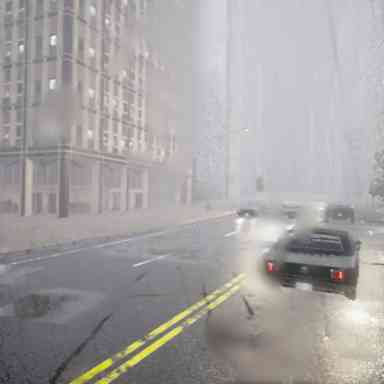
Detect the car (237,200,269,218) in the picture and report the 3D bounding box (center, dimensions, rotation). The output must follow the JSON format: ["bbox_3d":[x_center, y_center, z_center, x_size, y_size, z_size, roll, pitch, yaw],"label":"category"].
[{"bbox_3d":[5.365,1.389,28.562,2.033,1.411,5.357,1,0,23],"label":"car"}]

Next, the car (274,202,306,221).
[{"bbox_3d":[7.556,1.490,25.458,1.895,1.301,4.718,1,0,23],"label":"car"}]

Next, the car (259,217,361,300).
[{"bbox_3d":[3.258,1.567,8.496,1.895,1.301,4.718,1,0,28],"label":"car"}]

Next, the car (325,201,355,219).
[{"bbox_3d":[11.115,1.409,25.035,1.882,1.535,5.008,1,0,24],"label":"car"}]
